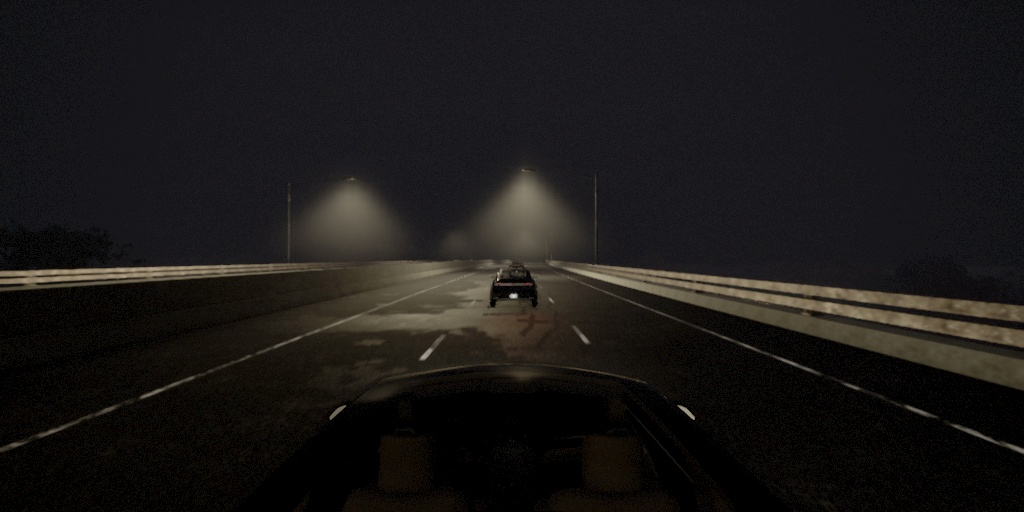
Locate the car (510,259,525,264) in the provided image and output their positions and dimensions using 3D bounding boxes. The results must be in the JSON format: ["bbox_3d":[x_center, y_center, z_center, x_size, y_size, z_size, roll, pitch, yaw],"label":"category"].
[{"bbox_3d":[0.518,1.383,39.173,1.837,1.490,4.892,0,0,1],"label":"car"}]

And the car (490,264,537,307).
[{"bbox_3d":[0.087,1.282,15.798,2.128,1.511,4.902,0,0,1],"label":"car"}]
